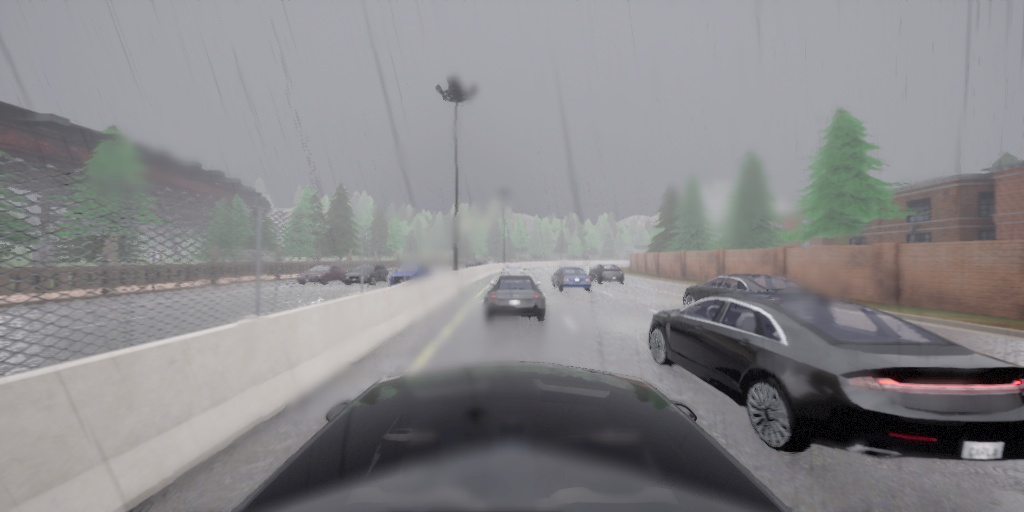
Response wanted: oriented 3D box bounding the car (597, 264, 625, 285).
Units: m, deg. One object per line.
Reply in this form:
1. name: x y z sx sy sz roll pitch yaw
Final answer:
1. car: 7.158 1.358 27.558 2.128 1.511 4.902 0 0 0

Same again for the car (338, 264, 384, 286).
1. car: -10.508 1.345 26.354 1.837 1.490 4.892 0 0 1

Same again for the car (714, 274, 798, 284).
1. car: 7.111 1.291 11.086 2.128 1.511 4.902 0 0 0

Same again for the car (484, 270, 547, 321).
1. car: 0.117 1.360 12.681 1.994 1.385 4.181 0 0 0

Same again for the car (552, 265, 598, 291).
1. car: 3.635 1.389 22.507 2.033 1.411 5.357 0 0 0

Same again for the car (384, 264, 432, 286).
1. car: -7.023 1.318 25.356 1.882 1.535 5.008 0 0 0

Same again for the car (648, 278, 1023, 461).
1. car: 3.575 1.261 5.135 2.128 1.511 4.902 0 0 0

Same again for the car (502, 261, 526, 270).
1. car: 0.152 1.388 28.574 1.812 1.442 4.674 0 0 0

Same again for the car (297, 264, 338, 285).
1. car: -14.009 1.364 26.870 1.812 1.442 4.674 0 0 1
